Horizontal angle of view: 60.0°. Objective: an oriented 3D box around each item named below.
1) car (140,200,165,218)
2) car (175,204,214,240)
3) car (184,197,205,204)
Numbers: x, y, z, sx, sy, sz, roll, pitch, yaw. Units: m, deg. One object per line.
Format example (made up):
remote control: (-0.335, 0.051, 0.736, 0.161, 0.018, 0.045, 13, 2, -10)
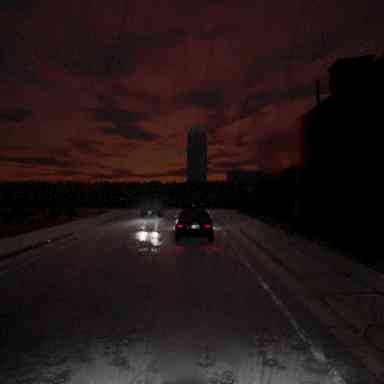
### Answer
car: (-3.528, 1.479, 30.290, 2.128, 1.511, 4.902, 0, 0, 0)
car: (0.092, 1.539, 16.862, 2.033, 1.411, 5.357, 0, 0, 0)
car: (0.243, 1.336, 34.017, 2.097, 1.767, 4.553, 0, 0, 3)
